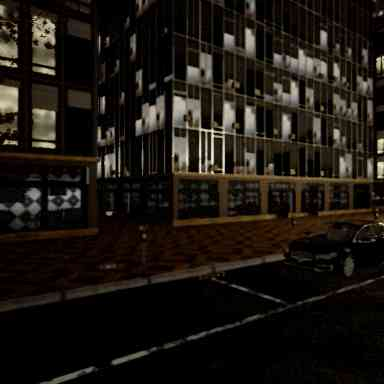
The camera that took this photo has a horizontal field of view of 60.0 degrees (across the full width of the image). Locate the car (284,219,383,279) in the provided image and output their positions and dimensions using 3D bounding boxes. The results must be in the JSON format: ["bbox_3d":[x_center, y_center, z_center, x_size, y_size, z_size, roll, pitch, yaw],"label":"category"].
[{"bbox_3d":[4.562,1.511,9.803,4.403,1.369,2.008,0,0,-35],"label":"car"}]
